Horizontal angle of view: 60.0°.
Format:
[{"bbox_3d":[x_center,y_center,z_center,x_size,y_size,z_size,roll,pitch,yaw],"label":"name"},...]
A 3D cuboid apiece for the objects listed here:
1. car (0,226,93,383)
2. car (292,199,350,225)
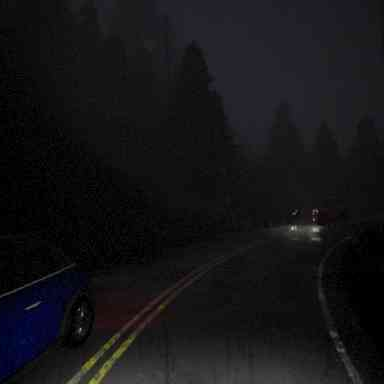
[{"bbox_3d":[-2.910,1.368,3.489,2.097,1.767,4.553,0,-1,10],"label":"car"},{"bbox_3d":[9.156,1.345,23.675,4.553,1.767,2.097,-1,-3,-36],"label":"car"}]
